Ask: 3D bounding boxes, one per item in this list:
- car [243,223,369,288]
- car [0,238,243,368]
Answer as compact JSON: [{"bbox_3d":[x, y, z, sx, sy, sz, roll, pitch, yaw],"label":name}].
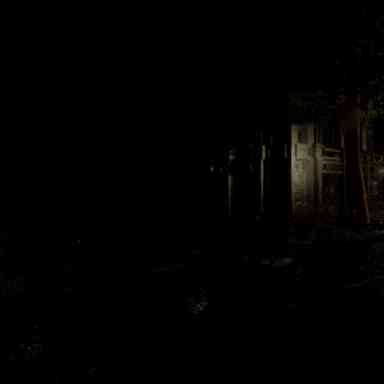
[{"bbox_3d":[3.177,1.531,9.035,4.206,1.307,1.802,0,0,-36],"label":"car"},{"bbox_3d":[-1.411,1.552,5.758,4.313,1.339,1.947,0,0,-36],"label":"car"}]
